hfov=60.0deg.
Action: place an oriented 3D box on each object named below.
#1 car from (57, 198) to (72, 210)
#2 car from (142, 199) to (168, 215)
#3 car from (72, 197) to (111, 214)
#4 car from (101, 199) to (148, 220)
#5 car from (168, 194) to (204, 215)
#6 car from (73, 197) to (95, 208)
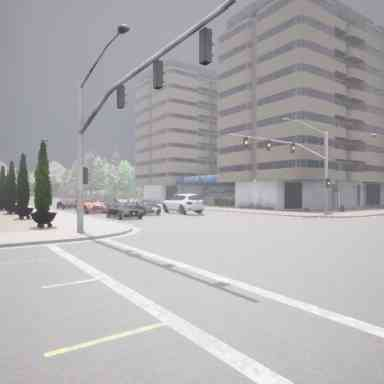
[{"bbox_3d":[-16.384,1.526,43.536,1.812,1.442,4.674,0,0,-35],"label":"car"},{"bbox_3d":[-4.811,1.492,32.993,2.128,1.511,4.902,0,0,-35],"label":"car"},{"bbox_3d":[-10.744,1.352,35.403,2.097,1.767,4.553,0,0,-35],"label":"car"},{"bbox_3d":[-5.788,1.564,28.270,1.994,1.385,4.181,0,0,-35],"label":"car"},{"bbox_3d":[-0.987,1.221,33.977,2.150,2.045,5.566,0,0,-35],"label":"car"},{"bbox_3d":[-15.943,1.505,49.045,1.837,1.490,4.892,0,0,-34],"label":"car"}]
